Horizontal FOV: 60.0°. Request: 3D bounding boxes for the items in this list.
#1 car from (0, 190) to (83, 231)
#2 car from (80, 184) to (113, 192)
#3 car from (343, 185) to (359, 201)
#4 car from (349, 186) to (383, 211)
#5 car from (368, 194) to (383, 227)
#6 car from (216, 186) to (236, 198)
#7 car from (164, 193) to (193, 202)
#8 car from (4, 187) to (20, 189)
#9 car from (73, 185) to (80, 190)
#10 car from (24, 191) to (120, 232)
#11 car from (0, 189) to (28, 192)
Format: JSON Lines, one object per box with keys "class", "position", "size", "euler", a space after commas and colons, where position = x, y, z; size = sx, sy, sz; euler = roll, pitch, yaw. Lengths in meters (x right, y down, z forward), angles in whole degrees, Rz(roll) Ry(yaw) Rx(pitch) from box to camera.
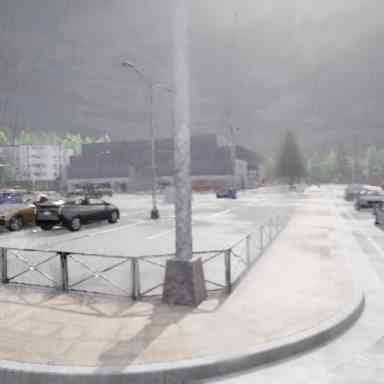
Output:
{"class": "car", "position": [-8.297, 0.946, 17.155], "size": [2.152, 1.636, 5.027], "euler": [0, 2, 21]}
{"class": "car", "position": [-13.187, -0.137, 47.181], "size": [1.932, 1.855, 4.605], "euler": [0, 2, 21]}
{"class": "car", "position": [16.282, 0.073, 33.260], "size": [1.882, 1.535, 5.008], "euler": [0, 2, 21]}
{"class": "car", "position": [12.538, 0.547, 23.479], "size": [1.994, 1.385, 4.181], "euler": [0, 2, 21]}
{"class": "car", "position": [8.997, 0.953, 14.141], "size": [1.895, 1.301, 4.718], "euler": [0, 2, 21]}
{"class": "car", "position": [4.082, -0.001, 40.310], "size": [1.845, 1.501, 3.633], "euler": [0, 2, 21]}
{"class": "car", "position": [-1.387, 0.308, 34.483], "size": [1.970, 1.475, 3.806], "euler": [0, 2, 21]}
{"class": "car", "position": [-27.962, 0.057, 52.503], "size": [2.152, 1.636, 5.027], "euler": [0, 2, 21]}
{"class": "car", "position": [-16.044, -0.120, 47.852], "size": [1.905, 1.878, 3.866], "euler": [0, 2, 21]}
{"class": "car", "position": [-5.356, 0.928, 16.064], "size": [2.007, 1.523, 4.514], "euler": [0, 2, 21]}
{"class": "car", "position": [-16.549, 0.743, 28.604], "size": [1.845, 1.501, 3.633], "euler": [0, 2, 21]}
